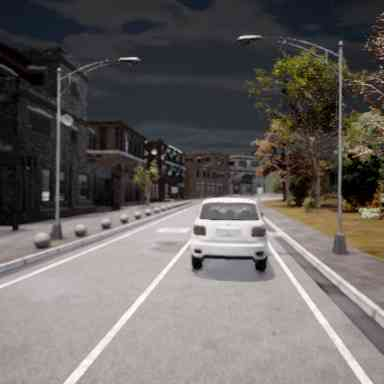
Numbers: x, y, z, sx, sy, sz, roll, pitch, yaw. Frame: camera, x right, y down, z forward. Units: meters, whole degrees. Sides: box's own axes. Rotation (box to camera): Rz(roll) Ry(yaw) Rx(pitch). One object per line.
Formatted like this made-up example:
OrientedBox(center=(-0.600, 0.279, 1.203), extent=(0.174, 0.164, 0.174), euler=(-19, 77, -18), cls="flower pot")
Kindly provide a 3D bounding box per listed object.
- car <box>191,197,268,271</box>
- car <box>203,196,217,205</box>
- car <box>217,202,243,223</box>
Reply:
OrientedBox(center=(1.275, 1.250, 11.322), extent=(2.150, 2.045, 5.566), euler=(1, -1, 7), cls="car")
OrientedBox(center=(3.035, 1.417, 55.151), extent=(1.895, 1.301, 4.718), euler=(1, 0, 9), cls="car")
OrientedBox(center=(3.136, 1.589, 26.961), extent=(1.895, 1.301, 4.718), euler=(1, 0, 7), cls="car")
